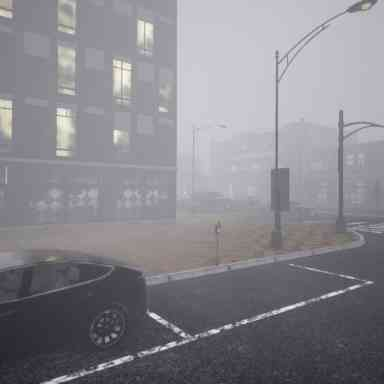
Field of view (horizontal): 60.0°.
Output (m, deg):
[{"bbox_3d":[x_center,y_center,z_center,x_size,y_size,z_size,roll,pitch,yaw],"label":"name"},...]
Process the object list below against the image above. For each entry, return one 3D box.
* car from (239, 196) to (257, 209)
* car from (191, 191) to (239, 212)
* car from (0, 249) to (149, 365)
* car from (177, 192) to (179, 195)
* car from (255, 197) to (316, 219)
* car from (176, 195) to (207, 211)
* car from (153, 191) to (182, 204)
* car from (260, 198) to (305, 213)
[{"bbox_3d":[5.976,1.129,38.704,1.967,1.590,4.097,1,0,-36],"label":"car"},{"bbox_3d":[1.853,0.894,34.525,2.150,2.045,5.566,0,1,-36],"label":"car"},{"bbox_3d":[-2.690,1.566,4.635,4.313,1.339,1.947,0,0,-36],"label":"car"},{"bbox_3d":[-0.603,1.100,47.635,2.008,1.369,4.403,1,0,-36],"label":"car"},{"bbox_3d":[7.610,1.318,26.705,1.812,1.442,4.674,0,1,-36],"label":"car"},{"bbox_3d":[-0.775,1.230,33.734,1.802,1.307,4.206,1,0,-36],"label":"car"},{"bbox_3d":[-3.886,0.793,52.100,2.192,1.841,5.009,1,0,-36],"label":"car"},{"bbox_3d":[9.263,1.340,34.237,1.802,1.307,4.206,1,0,-36],"label":"car"}]
